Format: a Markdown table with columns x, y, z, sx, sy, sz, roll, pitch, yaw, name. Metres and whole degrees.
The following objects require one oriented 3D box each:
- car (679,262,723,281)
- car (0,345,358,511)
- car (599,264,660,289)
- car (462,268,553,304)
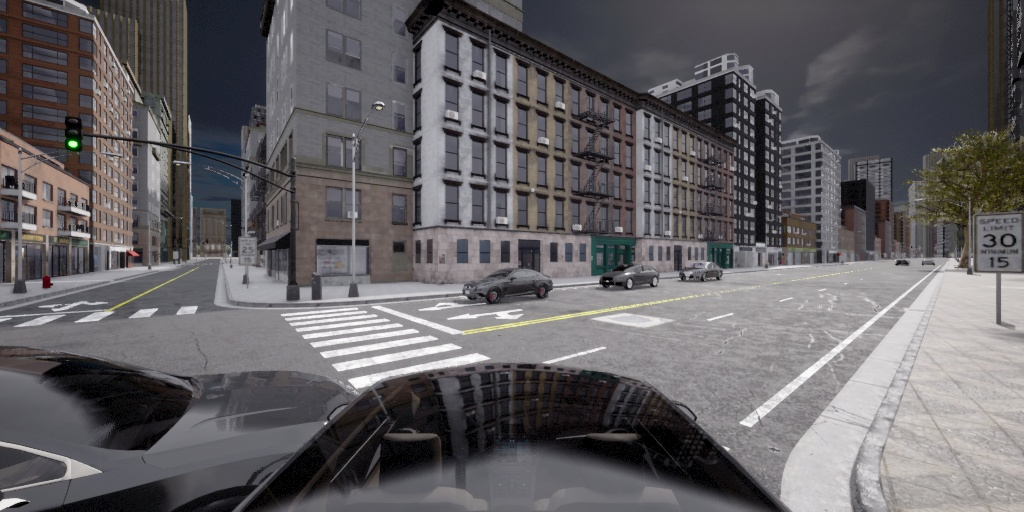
| x | y | z | sx | sy | sz | roll | pitch | yaw | name |
| --- | --- | --- | --- | --- | --- | --- | --- | --- | --- |
| 15.576 | 1.235 | 29.462 | 4.902 | 1.511 | 2.128 | 0 | 0 | -39 | car |
| -3.227 | 1.257 | 1.739 | 4.892 | 1.490 | 1.837 | 0 | 0 | -35 | car |
| 7.586 | 1.258 | 22.968 | 4.892 | 1.490 | 1.837 | 0 | 0 | -39 | car |
| -0.087 | 1.286 | 16.720 | 4.674 | 1.442 | 1.812 | 0 | 0 | -39 | car |
